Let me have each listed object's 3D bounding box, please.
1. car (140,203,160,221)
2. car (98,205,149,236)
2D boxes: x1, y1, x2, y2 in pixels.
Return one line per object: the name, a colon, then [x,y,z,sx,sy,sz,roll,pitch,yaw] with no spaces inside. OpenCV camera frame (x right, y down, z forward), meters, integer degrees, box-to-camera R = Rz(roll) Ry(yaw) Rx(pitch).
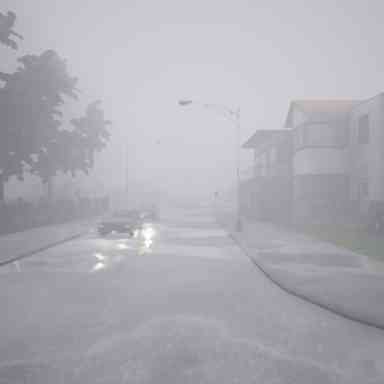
car: [-4.023,1.742,30.199,2.128,1.511,4.902,0,0,0]
car: [-4.055,1.713,19.860,2.033,1.411,5.357,0,0,0]
